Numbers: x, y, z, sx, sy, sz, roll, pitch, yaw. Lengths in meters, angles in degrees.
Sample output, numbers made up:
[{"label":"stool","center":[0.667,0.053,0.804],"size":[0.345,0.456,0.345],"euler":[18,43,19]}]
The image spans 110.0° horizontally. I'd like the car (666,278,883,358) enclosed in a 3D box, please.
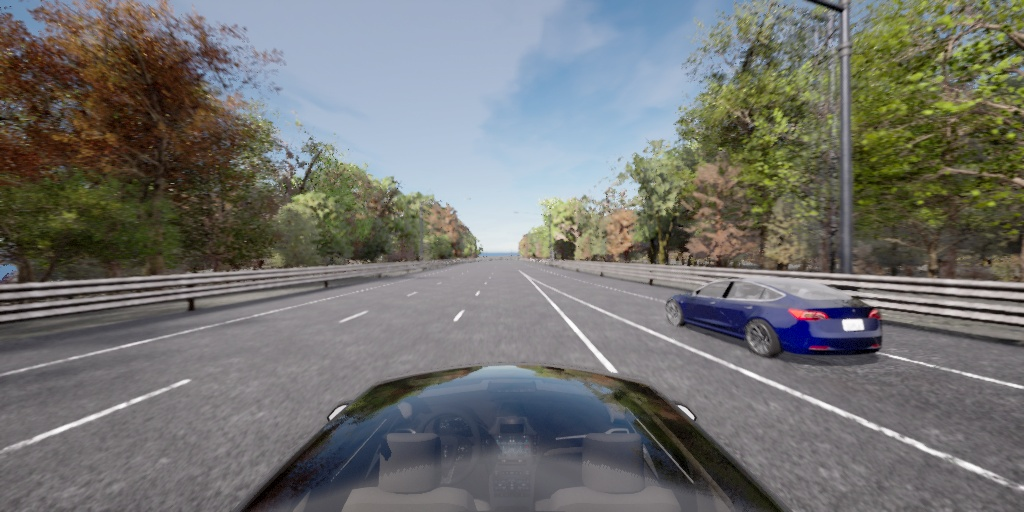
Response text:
[{"label":"car","center":[5.595,1.223,8.460],"size":[2.163,1.488,4.792],"euler":[0,0,-6]}]
